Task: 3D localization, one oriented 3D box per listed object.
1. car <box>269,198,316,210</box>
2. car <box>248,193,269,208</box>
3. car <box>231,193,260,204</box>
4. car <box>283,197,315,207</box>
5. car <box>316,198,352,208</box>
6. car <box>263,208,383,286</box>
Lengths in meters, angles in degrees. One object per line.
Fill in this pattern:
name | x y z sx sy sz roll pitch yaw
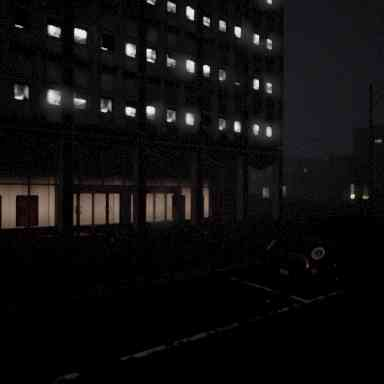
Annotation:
car | 11.776 1.406 39.200 2.008 1.369 4.403 1 0 -35
car | 8.631 1.146 43.756 2.192 1.841 5.009 1 0 -35
car | 9.231 1.141 57.629 2.192 1.841 5.009 1 0 -35
car | 15.524 1.453 48.518 1.802 1.307 4.206 1 0 -35
car | 18.575 1.420 44.102 1.752 1.417 4.829 1 0 -35
car | 3.887 1.435 9.330 4.097 1.590 1.967 0 0 -36
